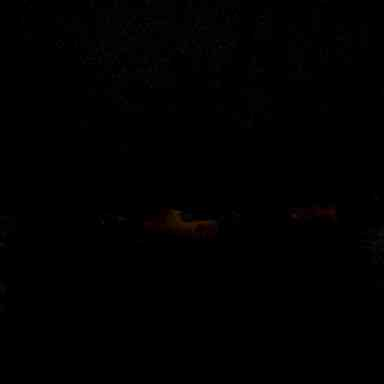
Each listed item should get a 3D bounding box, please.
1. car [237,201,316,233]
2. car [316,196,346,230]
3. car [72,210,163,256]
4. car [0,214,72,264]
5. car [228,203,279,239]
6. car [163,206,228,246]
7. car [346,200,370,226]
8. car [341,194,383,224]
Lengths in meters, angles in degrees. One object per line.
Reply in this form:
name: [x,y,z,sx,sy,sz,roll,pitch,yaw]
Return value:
car: [4.352,1.336,19.210,4.553,1.767,2.185,-1,-1,34]
car: [6.816,1.323,20.906,4.553,1.767,2.185,-1,0,34]
car: [-3.883,1.502,13.245,4.892,1.521,2.231,-1,0,34]
car: [-6.646,1.514,11.274,4.892,1.521,2.231,-1,-1,34]
car: [1.650,1.503,17.197,4.792,1.488,2.163,-1,-1,34]
car: [-1.287,1.487,15.330,5.366,1.575,1.946,-1,0,34]
car: [9.210,1.478,22.669,4.674,1.452,2.002,-1,-1,34]
car: [11.597,1.175,24.422,5.566,2.045,2.435,-1,0,34]
